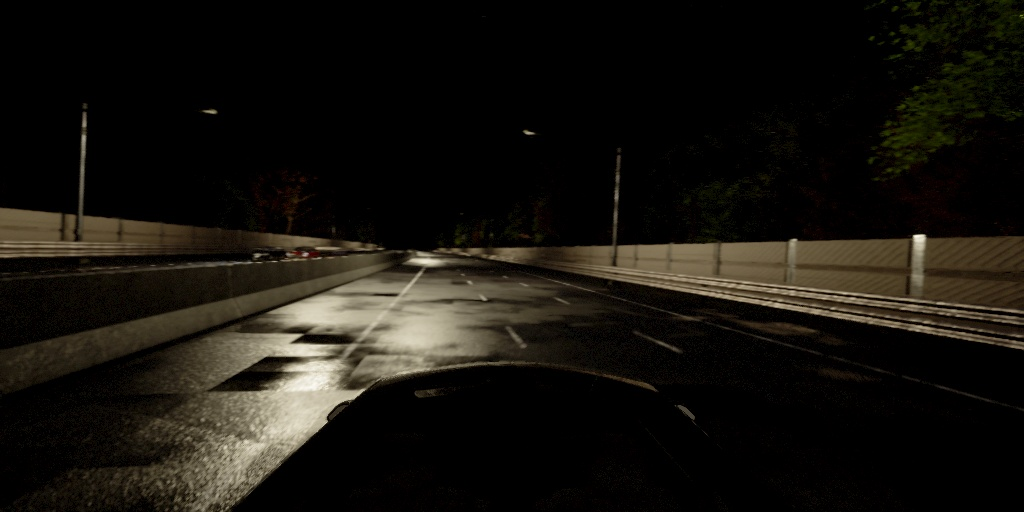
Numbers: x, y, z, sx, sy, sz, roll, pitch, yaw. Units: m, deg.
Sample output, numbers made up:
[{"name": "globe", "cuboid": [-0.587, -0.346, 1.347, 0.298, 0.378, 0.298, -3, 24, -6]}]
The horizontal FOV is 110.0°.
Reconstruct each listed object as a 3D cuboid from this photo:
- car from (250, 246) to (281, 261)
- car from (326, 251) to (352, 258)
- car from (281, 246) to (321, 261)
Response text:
[{"name": "car", "cuboid": [-25.253, -0.250, 37.291, 2.128, 1.511, 4.902, 3, 1, -11]}, {"name": "car", "cuboid": [-18.296, 0.157, 38.131, 1.994, 1.385, 4.181, 3, 0, -11]}, {"name": "car", "cuboid": [-21.710, -0.216, 37.426, 2.097, 1.767, 4.553, 3, 0, -11]}]
